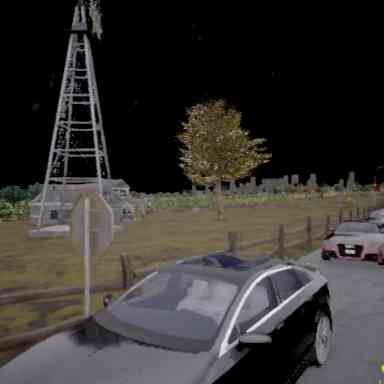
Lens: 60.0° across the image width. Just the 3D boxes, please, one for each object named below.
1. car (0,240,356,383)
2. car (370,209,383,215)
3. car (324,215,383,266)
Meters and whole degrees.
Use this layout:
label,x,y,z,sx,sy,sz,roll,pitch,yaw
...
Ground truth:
label,x,y,z,sx,sy,sz,roll,pitch,yaw
car,0.214,1.588,3.906,2.128,1.511,4.902,-2,-2,37
car,12.748,1.892,22.134,2.033,1.411,5.357,-1,-1,34
car,6.261,1.776,12.508,1.994,1.385,4.181,-1,-1,34
